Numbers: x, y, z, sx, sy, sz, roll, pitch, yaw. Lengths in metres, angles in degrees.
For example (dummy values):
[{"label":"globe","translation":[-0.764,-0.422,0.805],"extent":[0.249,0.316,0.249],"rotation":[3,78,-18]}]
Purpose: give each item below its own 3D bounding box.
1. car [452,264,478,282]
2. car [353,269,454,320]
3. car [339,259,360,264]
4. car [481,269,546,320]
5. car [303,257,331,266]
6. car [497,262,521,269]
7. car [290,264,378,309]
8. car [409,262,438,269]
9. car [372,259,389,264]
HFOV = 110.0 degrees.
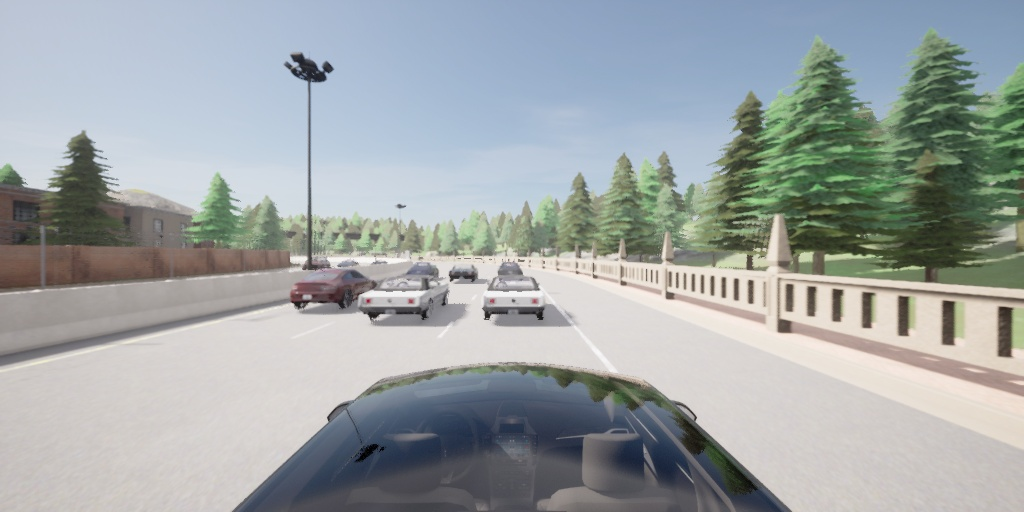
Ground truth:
[{"label":"car","translation":[-3.625,1.229,27.442],"extent":[1.895,1.301,4.718],"rotation":[0,0,-2]},{"label":"car","translation":[-3.442,1.300,12.434],"extent":[1.895,1.301,4.718],"rotation":[0,0,0]},{"label":"car","translation":[-19.945,1.096,44.047],"extent":[2.033,1.411,5.357],"rotation":[0,0,-12]},{"label":"car","translation":[0.058,1.300,12.435],"extent":[1.895,1.301,4.718],"rotation":[0,0,0]},{"label":"car","translation":[-23.433,0.903,43.272],"extent":[2.097,1.767,4.553],"rotation":[0,0,-13]},{"label":"car","translation":[-0.245,1.182,29.529],"extent":[1.994,1.385,4.181],"rotation":[0,0,-3]},{"label":"car","translation":[-6.933,1.215,14.446],"extent":[1.812,1.442,4.674],"rotation":[0,0,0]},{"label":"car","translation":[-7.240,1.182,29.481],"extent":[1.994,1.385,4.181],"rotation":[0,0,-3]},{"label":"car","translation":[-16.988,1.102,46.459],"extent":[1.994,1.385,4.181],"rotation":[0,0,-14]}]
